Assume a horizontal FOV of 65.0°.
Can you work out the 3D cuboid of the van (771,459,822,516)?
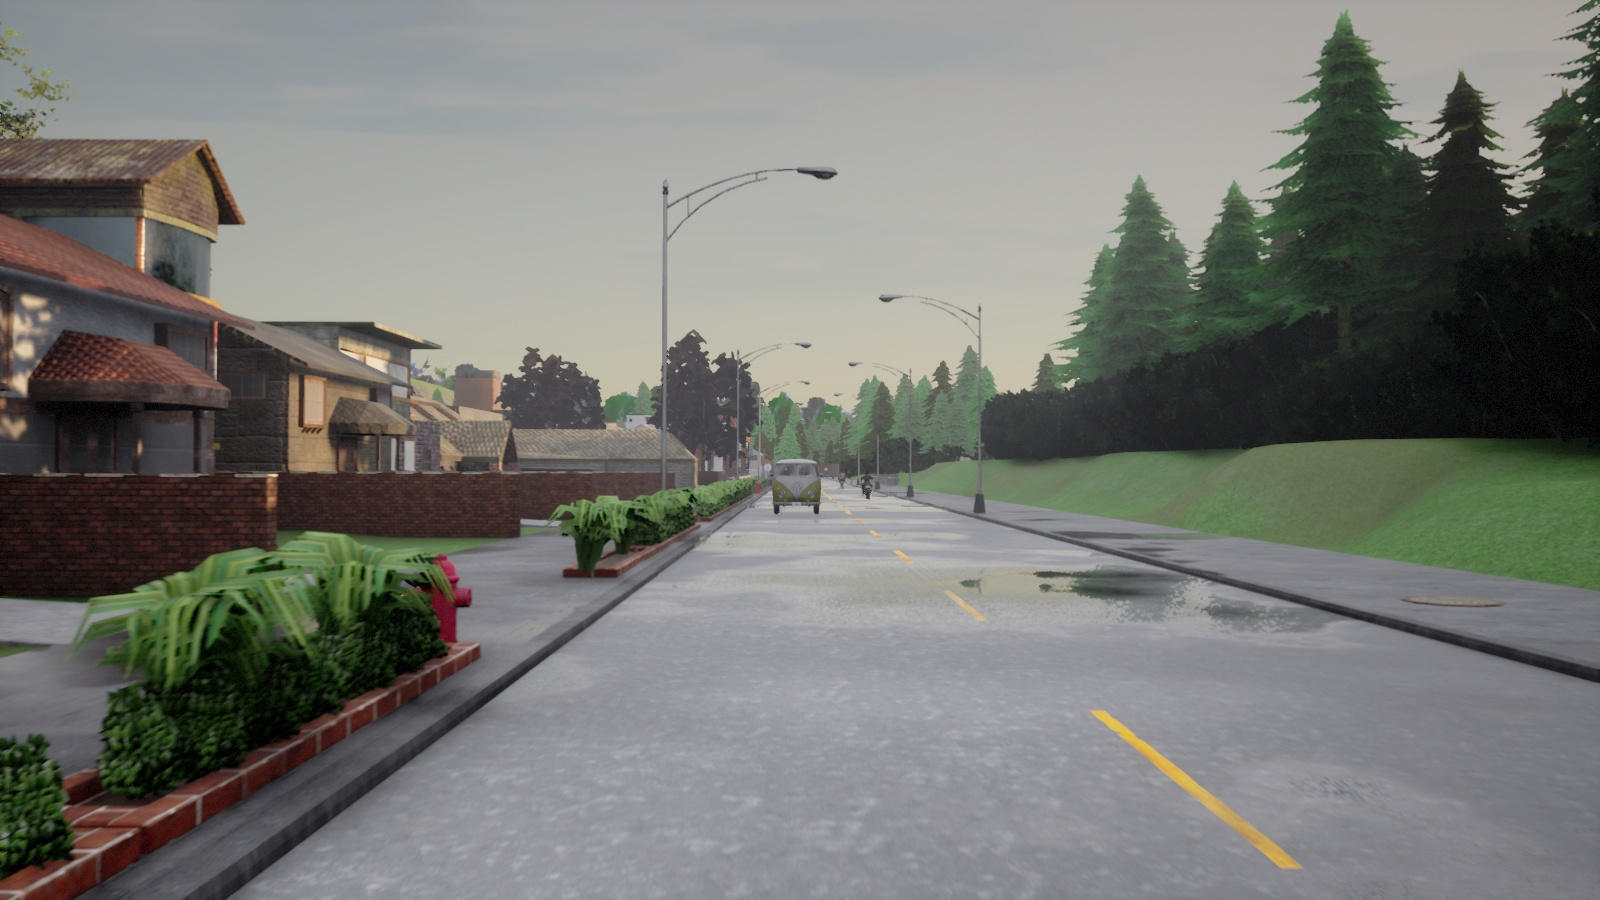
[{"bbox_3d":[-0.113,1.341,46.167,1.775,1.987,4.442,0,-1,0],"label":"van"}]
